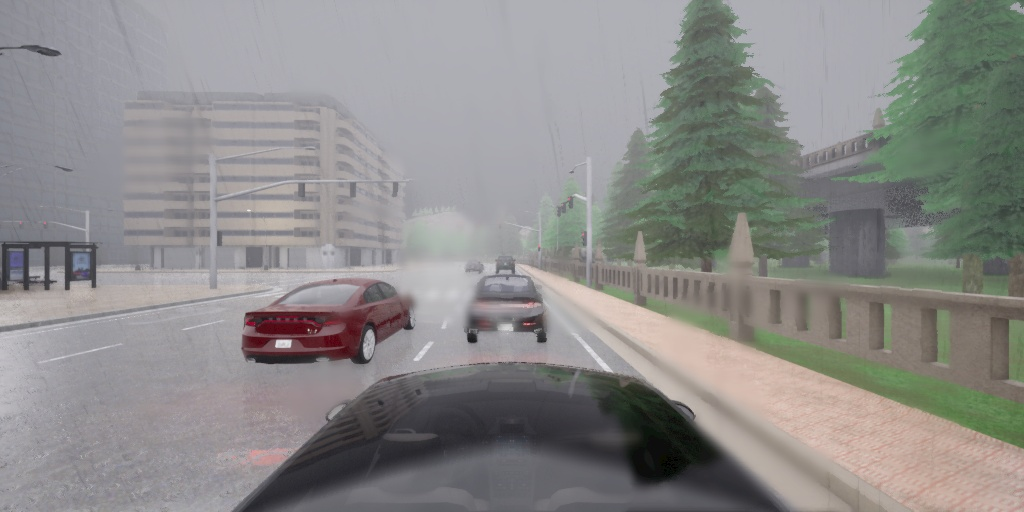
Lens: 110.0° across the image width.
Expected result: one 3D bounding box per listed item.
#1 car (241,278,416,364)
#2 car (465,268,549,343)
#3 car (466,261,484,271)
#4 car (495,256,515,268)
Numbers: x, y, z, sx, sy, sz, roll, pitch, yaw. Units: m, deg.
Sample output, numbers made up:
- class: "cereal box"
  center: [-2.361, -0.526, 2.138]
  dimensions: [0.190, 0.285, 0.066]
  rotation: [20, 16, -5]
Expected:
- class: "car"
  center: [-3.596, 1.228, 8.105]
  dimensions: [1.882, 1.535, 5.008]
  rotation: [0, 0, 0]
- class: "car"
  center: [-0.128, 1.242, 9.667]
  dimensions: [2.128, 1.511, 4.902]
  rotation: [0, 0, -1]
- class: "car"
  center: [-4.310, 1.298, 42.364]
  dimensions: [2.033, 1.411, 5.357]
  rotation: [0, 0, -1]
- class: "car"
  center: [-0.789, 0.973, 42.361]
  dimensions: [2.150, 2.045, 5.566]
  rotation: [0, 0, -2]
